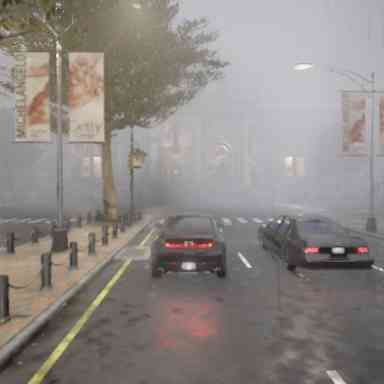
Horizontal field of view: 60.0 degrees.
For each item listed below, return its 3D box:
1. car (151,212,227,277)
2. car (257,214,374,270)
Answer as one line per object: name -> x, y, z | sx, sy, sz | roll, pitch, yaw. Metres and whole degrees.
car -> -0.088, 1.347, 9.706 | 1.837, 1.490, 4.892 | 0, 1, 0
car -> 3.407, 1.380, 10.317 | 2.033, 1.411, 5.357 | 0, 1, 0
